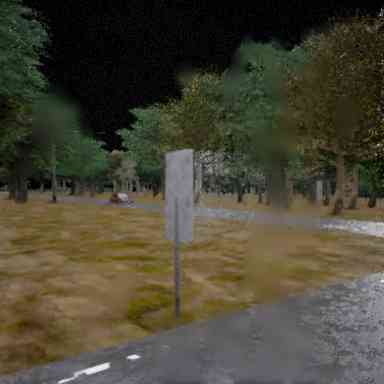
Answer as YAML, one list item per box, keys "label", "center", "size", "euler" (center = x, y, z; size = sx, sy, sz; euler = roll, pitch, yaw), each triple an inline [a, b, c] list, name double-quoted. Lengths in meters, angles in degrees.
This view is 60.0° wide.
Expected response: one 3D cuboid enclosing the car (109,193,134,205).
- label: "car"
  center: [-9.185, 0.911, 43.040]
  size: [1.812, 1.442, 4.674]
  euler: [0, 1, -38]
